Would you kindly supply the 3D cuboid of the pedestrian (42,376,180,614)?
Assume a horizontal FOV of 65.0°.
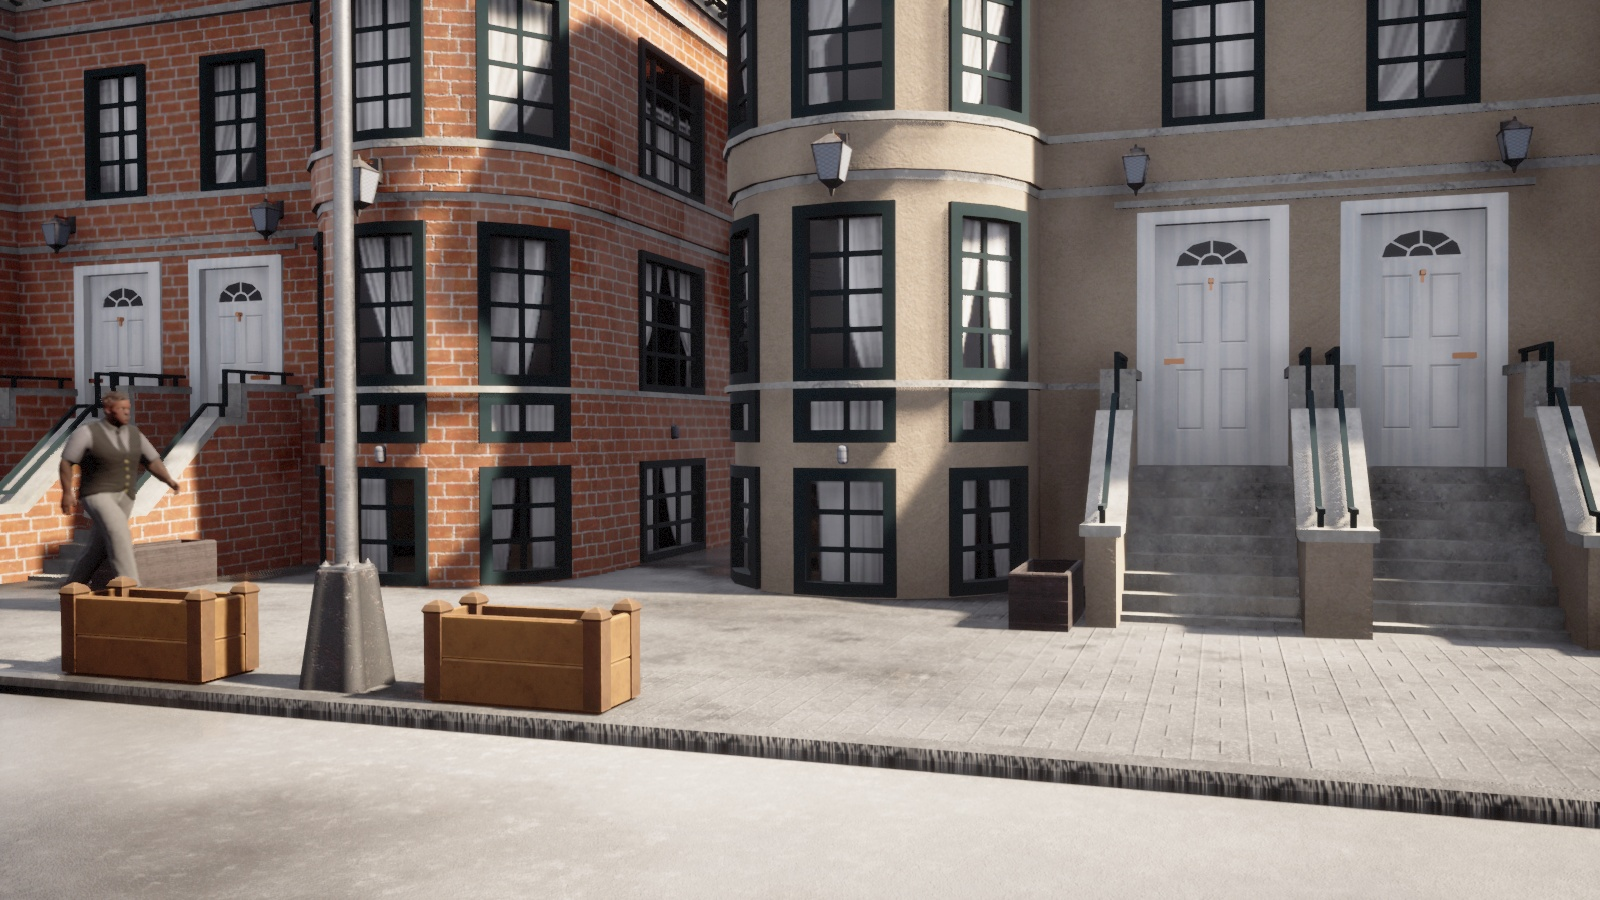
[{"bbox_3d":[-5.659,0.350,10.327,0.849,1.883,0.563,1,1,20],"label":"pedestrian"}]
